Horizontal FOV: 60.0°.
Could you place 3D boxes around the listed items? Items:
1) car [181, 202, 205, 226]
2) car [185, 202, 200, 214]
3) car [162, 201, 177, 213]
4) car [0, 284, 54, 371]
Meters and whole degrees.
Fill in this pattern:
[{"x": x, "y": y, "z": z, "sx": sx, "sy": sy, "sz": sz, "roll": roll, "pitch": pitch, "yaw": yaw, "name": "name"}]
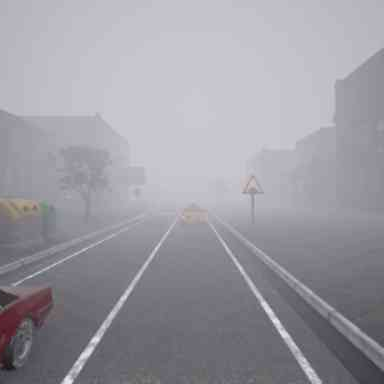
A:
[{"x": 0.093, "y": 1.775, "z": 26.343, "sx": 1.801, "sy": 1.575, "sz": 5.366, "roll": 0, "pitch": -1, "yaw": 0, "name": "car"}, {"x": 0.089, "y": 2.004, "z": 42.492, "sx": 1.837, "sy": 1.490, "sz": 4.892, "roll": 0, "pitch": -1, "yaw": 0, "name": "car"}, {"x": -3.082, "y": 2.027, "z": 45.937, "sx": 2.128, "sy": 1.511, "sz": 4.902, "roll": 0, "pitch": -1, "yaw": 0, "name": "car"}, {"x": -3.100, "y": 1.635, "z": 3.001, "sx": 1.895, "sy": 1.301, "sz": 4.718, "roll": 0, "pitch": -1, "yaw": 0, "name": "car"}]
